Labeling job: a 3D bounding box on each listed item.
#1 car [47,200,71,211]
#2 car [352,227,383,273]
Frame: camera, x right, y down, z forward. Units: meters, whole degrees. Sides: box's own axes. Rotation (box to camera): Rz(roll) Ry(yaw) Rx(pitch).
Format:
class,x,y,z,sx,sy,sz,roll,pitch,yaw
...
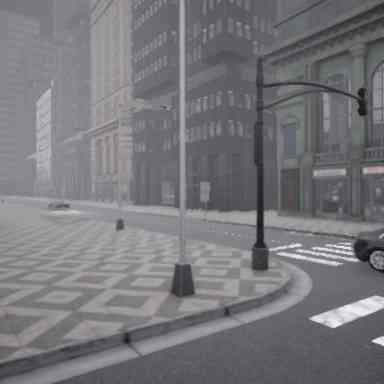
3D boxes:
class,x,y,z,sx,sy,sz,roll,pitch,yaw
car,-17.067,1.634,42.624,1.895,1.301,4.718,0,0,-36
car,7.028,1.673,9.130,1.837,1.490,4.892,0,0,-36
